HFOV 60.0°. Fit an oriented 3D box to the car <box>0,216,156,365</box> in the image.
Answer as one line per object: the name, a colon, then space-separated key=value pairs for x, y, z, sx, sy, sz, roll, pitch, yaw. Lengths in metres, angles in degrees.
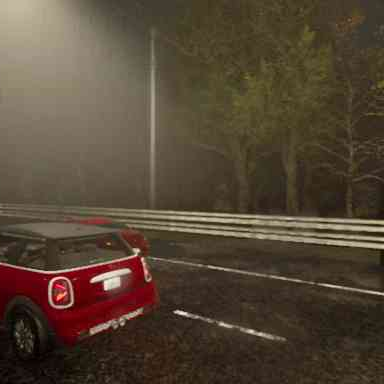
car: x=-2.885 y=1.349 z=6.069 sx=4.553 sy=1.767 sz=2.097 roll=0 pitch=0 yaw=36

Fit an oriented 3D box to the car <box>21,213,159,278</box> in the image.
car: x=-3.436 y=1.520 z=10.773 sx=4.674 sy=1.442 sz=1.812 roll=0 pitch=0 yaw=36
